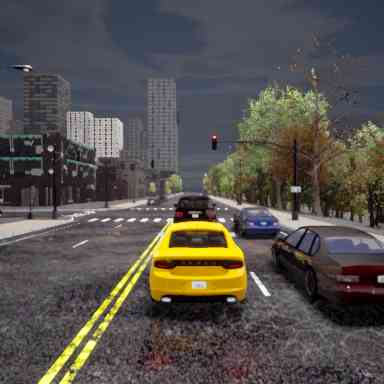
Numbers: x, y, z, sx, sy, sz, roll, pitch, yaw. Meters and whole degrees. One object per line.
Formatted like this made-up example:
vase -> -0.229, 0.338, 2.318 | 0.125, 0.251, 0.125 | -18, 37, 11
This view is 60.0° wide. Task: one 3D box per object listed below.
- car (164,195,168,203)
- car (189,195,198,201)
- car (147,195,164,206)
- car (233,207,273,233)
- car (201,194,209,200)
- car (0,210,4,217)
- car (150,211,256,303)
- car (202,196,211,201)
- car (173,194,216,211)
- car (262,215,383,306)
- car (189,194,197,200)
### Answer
car -> -6.269, 1.471, 70.891 | 1.837, 1.490, 4.892 | 0, 0, 0
car -> 0.263, 1.482, 81.187 | 2.128, 1.511, 4.902 | 0, 0, 0
car -> -6.401, 1.469, 55.664 | 2.128, 1.511, 4.902 | 0, 0, 0
car -> 3.410, 1.542, 18.318 | 2.033, 1.411, 5.357 | 0, 0, 0
car -> 3.548, 1.290, 91.595 | 1.837, 1.490, 4.892 | 0, 0, 0
car -> -19.855, 1.808, 30.818 | 4.313, 1.339, 1.947 | -1, 1, 0
car -> 0.124, 1.475, 8.285 | 1.882, 1.535, 5.008 | 0, 0, 0
car -> 3.515, 1.552, 81.623 | 1.895, 1.301, 4.718 | 0, 0, 0
car -> 0.159, 1.216, 18.180 | 2.150, 2.045, 5.566 | 0, 0, 0
car -> 3.374, 1.545, 8.237 | 2.033, 1.411, 5.357 | 0, 0, 1
car -> 0.298, 1.316, 91.605 | 2.128, 1.511, 4.902 | 0, 0, 0
